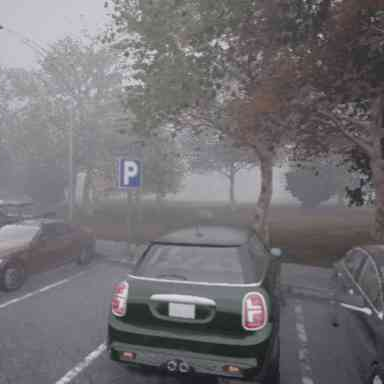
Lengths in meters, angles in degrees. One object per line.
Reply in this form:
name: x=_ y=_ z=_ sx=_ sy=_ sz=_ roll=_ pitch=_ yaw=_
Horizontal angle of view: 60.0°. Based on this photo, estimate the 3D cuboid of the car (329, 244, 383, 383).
car: x=2.875 y=1.487 z=4.042 sx=2.231 sy=1.521 sz=4.892 roll=1 pitch=-1 yaw=15

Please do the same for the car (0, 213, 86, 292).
car: x=-4.419 y=1.510 z=9.166 sx=2.002 sy=1.452 sz=4.674 roll=1 pitch=0 yaw=15

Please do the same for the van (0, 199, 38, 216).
van: x=-6.838 y=1.237 z=10.973 sx=1.878 sy=1.987 sz=4.442 roll=0 pitch=-1 yaw=14

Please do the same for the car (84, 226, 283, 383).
car: x=0.438 y=1.356 z=5.728 sx=2.185 sy=1.767 sz=4.553 roll=0 pitch=-1 yaw=15
